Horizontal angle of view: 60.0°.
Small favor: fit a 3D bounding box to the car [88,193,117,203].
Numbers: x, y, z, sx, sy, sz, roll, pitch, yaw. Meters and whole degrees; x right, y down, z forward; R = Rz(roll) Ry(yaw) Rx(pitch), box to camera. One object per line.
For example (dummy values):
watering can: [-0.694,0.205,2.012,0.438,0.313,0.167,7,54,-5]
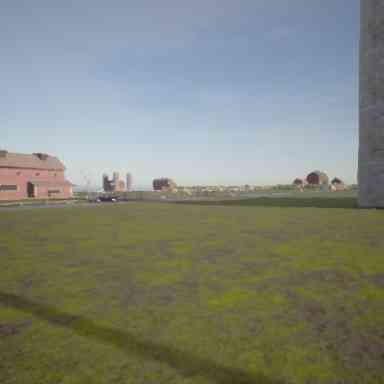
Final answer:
car: [-14.015,0.961,52.241,1.837,1.490,4.892,1,1,36]
